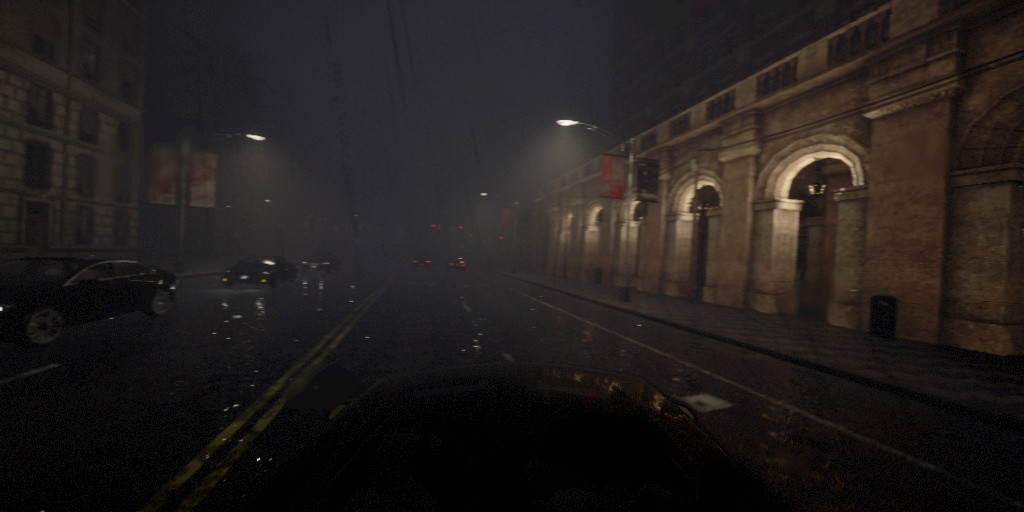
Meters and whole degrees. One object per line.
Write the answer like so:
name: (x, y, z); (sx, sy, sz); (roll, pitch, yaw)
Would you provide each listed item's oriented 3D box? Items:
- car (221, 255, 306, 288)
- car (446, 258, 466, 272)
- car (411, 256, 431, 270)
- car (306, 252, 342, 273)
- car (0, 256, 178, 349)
car: (-11.717, 0.677, 17.000); (1.994, 1.385, 4.181); (3, 0, -14)
car: (-5.974, 0.888, 37.980); (2.033, 1.411, 5.357); (3, 0, -14)
car: (-9.757, 0.673, 38.738); (1.812, 1.442, 4.674); (3, 0, -14)
car: (-14.192, 0.449, 27.055); (2.128, 1.511, 4.902); (3, 0, -14)
car: (-9.258, 0.757, 7.397); (2.128, 1.511, 4.902); (3, 0, -15)
